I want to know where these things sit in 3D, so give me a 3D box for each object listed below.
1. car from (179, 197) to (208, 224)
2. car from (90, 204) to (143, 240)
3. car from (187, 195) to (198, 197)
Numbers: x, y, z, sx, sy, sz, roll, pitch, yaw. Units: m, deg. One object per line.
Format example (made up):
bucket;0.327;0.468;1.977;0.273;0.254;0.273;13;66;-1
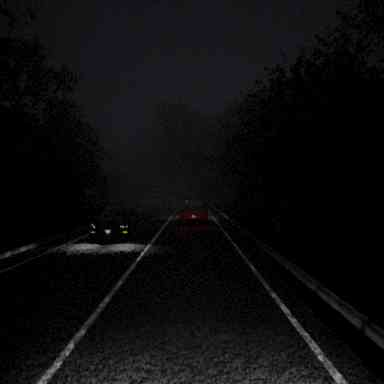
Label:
car;0.102;1.359;23.452;1.882;1.535;5.008;0;0;0
car;-3.597;1.421;16.617;1.837;1.490;4.892;0;0;0
car;0.108;1.142;41.752;2.097;1.767;4.553;0;0;0
